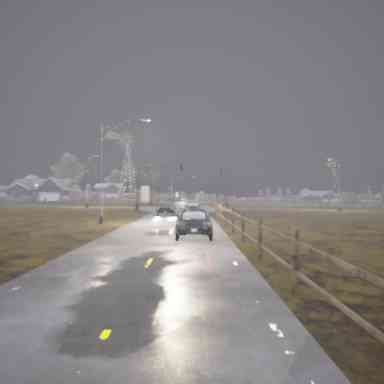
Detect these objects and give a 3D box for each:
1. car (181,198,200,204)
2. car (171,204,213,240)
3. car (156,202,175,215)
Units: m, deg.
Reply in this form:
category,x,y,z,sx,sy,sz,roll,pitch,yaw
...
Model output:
category,x,y,z,sx,sy,sz,roll,pitch,yaw
car,0.087,1.678,33.929,1.812,1.442,4.674,0,0,0
car,0.099,1.576,17.333,1.812,1.442,4.674,0,0,0
car,-2.758,1.771,36.092,1.895,1.301,4.718,0,0,0
